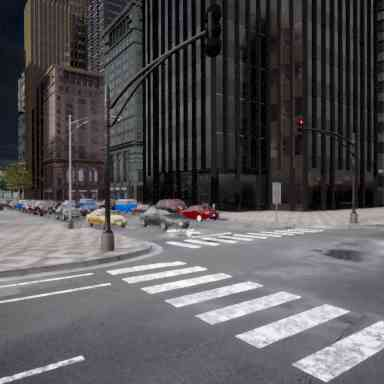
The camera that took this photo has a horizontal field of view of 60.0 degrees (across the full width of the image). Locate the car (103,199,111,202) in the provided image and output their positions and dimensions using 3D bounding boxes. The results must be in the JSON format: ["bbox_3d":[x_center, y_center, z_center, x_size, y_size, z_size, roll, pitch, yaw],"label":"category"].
[{"bbox_3d":[-11.277,1.874,46.028,2.192,1.841,5.009,-1,0,-35],"label":"car"}]

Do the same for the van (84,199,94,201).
[{"bbox_3d":[-17.174,2.037,54.318,1.690,1.788,3.998,-1,0,-35],"label":"van"}]

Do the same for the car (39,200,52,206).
[{"bbox_3d":[-34.893,2.659,79.106,1.947,1.339,4.313,-1,0,-35],"label":"car"}]

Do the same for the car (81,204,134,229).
[{"bbox_3d":[-6.327,1.843,24.366,1.752,1.417,4.829,-1,0,-35],"label":"car"}]

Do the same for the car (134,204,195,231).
[{"bbox_3d":[-2.018,1.782,22.953,1.812,1.442,4.674,0,0,-34],"label":"car"}]

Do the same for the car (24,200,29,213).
[{"bbox_3d":[-20.609,2.195,44.394,1.887,1.381,4.507,-1,0,-35],"label":"car"}]

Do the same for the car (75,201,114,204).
[{"bbox_3d":[-10.416,2.000,34.707,2.033,1.411,5.357,0,-1,-35],"label":"car"}]

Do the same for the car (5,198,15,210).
[{"bbox_3d":[-32.062,2.353,60.451,1.967,1.590,4.097,-1,0,-35],"label":"car"}]

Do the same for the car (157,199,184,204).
[{"bbox_3d":[-2.430,1.668,33.593,2.192,1.841,5.009,-1,0,-35],"label":"car"}]

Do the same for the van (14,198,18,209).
[{"bbox_3d":[-26.287,2.122,52.350,1.690,1.788,3.998,-1,0,-35],"label":"van"}]

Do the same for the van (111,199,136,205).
[{"bbox_3d":[-8.328,1.832,41.883,1.690,1.788,3.998,-1,0,-35],"label":"van"}]

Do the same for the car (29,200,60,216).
[{"bbox_3d":[-17.777,1.900,40.416,2.192,1.841,5.009,-1,0,-35],"label":"car"}]

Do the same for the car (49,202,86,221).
[{"bbox_3d":[-12.098,2.004,32.460,2.008,1.369,4.403,-1,0,-35],"label":"car"}]

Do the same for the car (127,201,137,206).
[{"bbox_3d":[-5.373,2.004,37.738,1.802,1.307,4.206,-1,0,-35],"label":"car"}]

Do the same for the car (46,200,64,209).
[{"bbox_3d":[-25.072,2.315,60.756,1.882,1.535,5.008,0,-1,-35],"label":"car"}]

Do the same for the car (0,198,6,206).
[{"bbox_3d":[-41.428,2.666,73.586,1.887,1.381,4.507,-1,0,-35],"label":"car"}]

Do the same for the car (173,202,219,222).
[{"bbox_3d":[0.524,1.828,29.447,1.887,1.381,4.507,-1,0,-35],"label":"car"}]

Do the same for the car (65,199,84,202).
[{"bbox_3d":[-19.365,2.059,52.758,2.097,1.767,4.553,0,-1,-36],"label":"car"}]

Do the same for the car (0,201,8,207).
[{"bbox_3d":[-44.549,2.770,77.963,1.802,1.307,4.206,-1,0,-35],"label":"car"}]

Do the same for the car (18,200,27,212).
[{"bbox_3d":[-23.448,2.156,48.372,1.967,1.590,4.097,-1,0,-35],"label":"car"}]

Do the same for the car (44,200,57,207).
[{"bbox_3d":[-31.871,2.594,74.869,1.947,1.339,4.313,-1,0,-35],"label":"car"}]

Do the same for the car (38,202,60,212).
[{"bbox_3d":[-21.953,2.269,51.047,2.033,1.411,5.357,0,-1,-35],"label":"car"}]

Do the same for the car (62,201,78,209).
[{"bbox_3d":[-22.810,2.406,62.163,1.802,1.307,4.206,-1,0,-35],"label":"car"}]
